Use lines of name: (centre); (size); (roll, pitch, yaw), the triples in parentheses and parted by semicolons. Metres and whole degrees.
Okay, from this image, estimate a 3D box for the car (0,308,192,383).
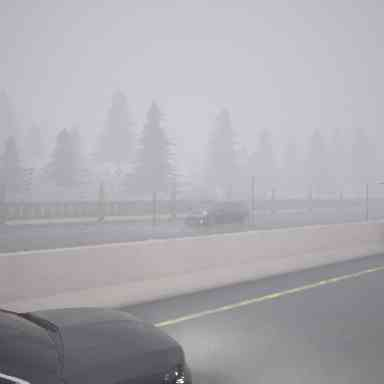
car: (-2.240, 1.495, 2.140); (4.892, 1.490, 1.837); (0, 0, -36)
